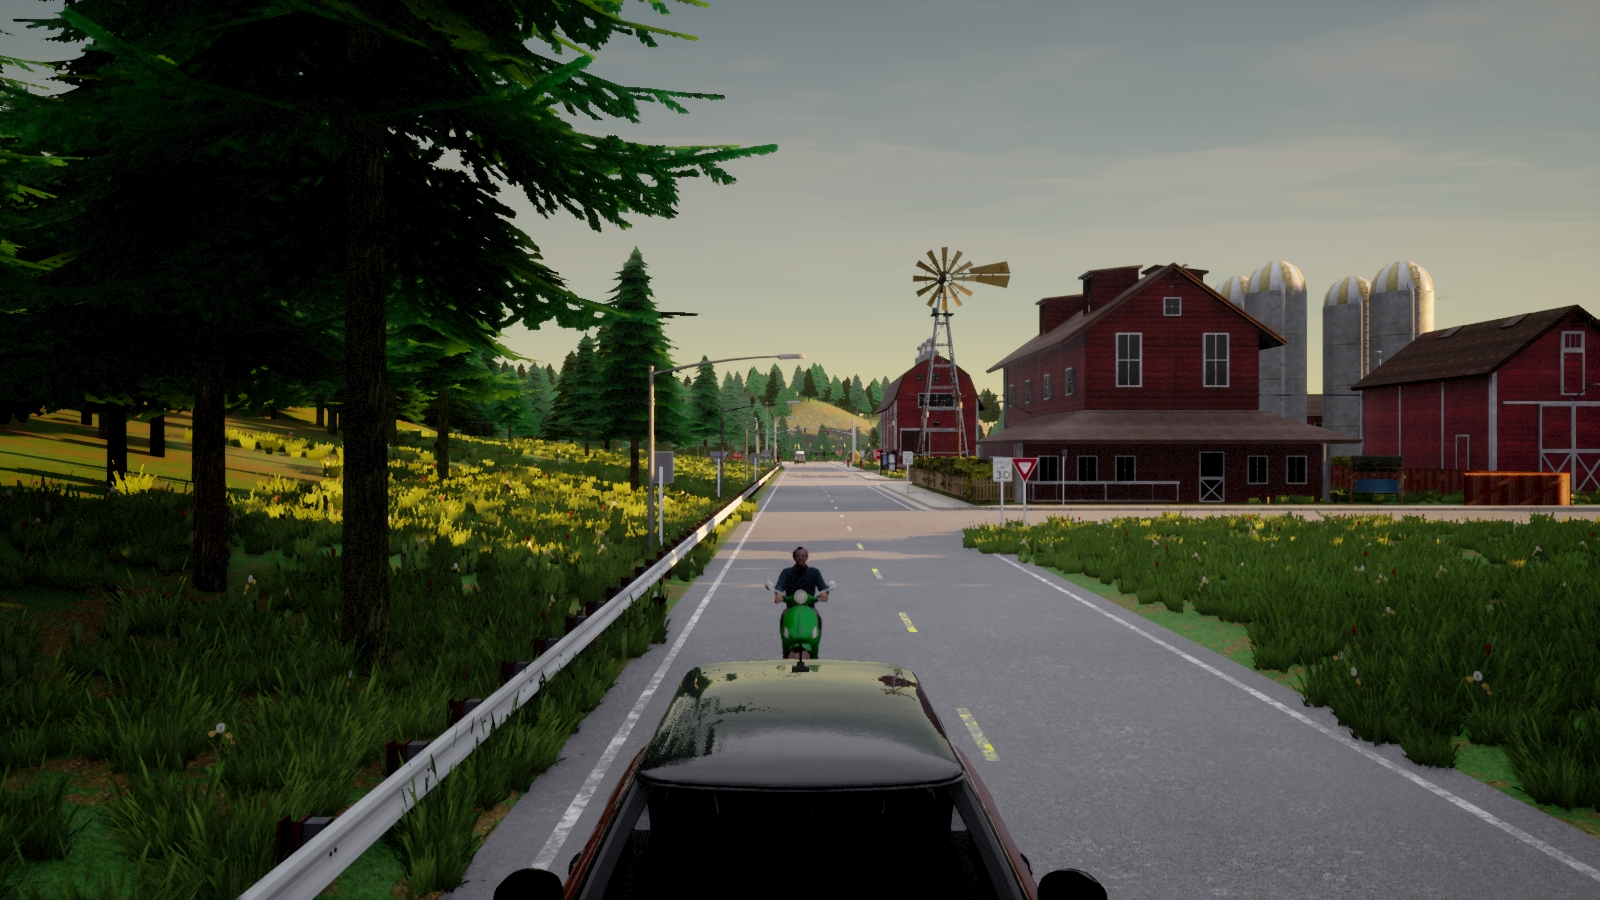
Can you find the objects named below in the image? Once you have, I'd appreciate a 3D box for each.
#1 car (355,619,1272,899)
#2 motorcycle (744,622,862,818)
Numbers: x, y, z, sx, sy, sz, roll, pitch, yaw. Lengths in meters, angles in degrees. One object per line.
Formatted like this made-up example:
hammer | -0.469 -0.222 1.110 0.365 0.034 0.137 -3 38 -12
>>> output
car | 0.032 1.899 4.503 2.097 1.767 4.553 0 0 0
motorcycle | 0.017 2.230 9.842 0.867 1.251 2.209 -2 -3 0
